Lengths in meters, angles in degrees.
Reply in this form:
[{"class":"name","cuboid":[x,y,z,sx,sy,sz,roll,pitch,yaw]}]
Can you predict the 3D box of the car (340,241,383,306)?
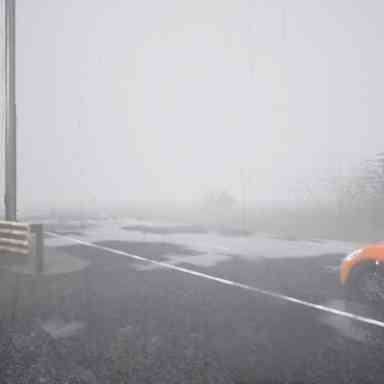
[{"class":"car","cuboid":[5.206,1.311,6.066,2.097,1.767,4.553,0,0,-42]}]
